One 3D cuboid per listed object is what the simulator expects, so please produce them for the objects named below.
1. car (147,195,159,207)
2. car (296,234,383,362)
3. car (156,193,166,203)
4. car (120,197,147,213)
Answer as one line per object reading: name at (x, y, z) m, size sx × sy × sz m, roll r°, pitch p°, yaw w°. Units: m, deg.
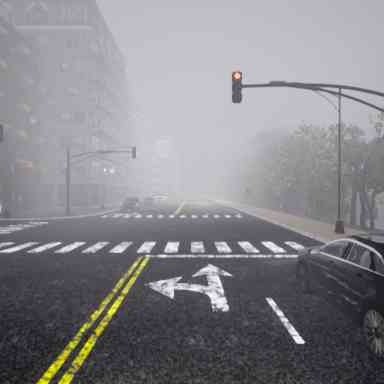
car at (-6.640, 1.530, 50.910) m, size 1.812 × 1.442 × 4.674 m, roll 0°, pitch 0°, yaw 0°
car at (3.346, 1.490, 5.862) m, size 2.128 × 1.511 × 4.902 m, roll 0°, pitch 0°, yaw -1°
car at (-6.567, 1.236, 69.213) m, size 2.150 × 2.045 × 5.566 m, roll 0°, pitch 0°, yaw 0°
car at (-6.633, 1.352, 37.074) m, size 2.097 × 1.767 × 4.553 m, roll 0°, pitch 0°, yaw 0°
